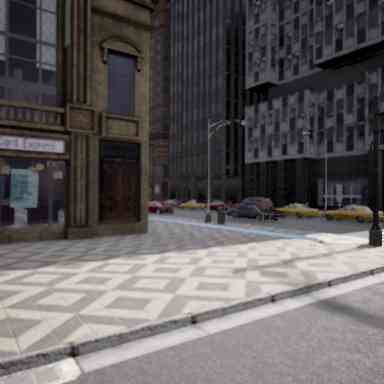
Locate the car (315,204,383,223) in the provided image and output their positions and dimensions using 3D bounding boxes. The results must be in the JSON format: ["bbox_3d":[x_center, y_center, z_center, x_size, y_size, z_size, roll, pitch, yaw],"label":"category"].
[{"bbox_3d":[12.892,1.686,27.021,1.752,1.417,4.829,0,0,-35],"label":"car"}]

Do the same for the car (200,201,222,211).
[{"bbox_3d":[3.397,1.746,40.681,1.887,1.381,4.507,0,0,-35],"label":"car"}]

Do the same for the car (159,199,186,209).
[{"bbox_3d":[-2.997,1.781,49.880,2.008,1.369,4.403,0,0,-35],"label":"car"}]

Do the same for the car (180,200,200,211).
[{"bbox_3d":[0.103,1.741,45.420,1.752,1.417,4.829,0,0,-35],"label":"car"}]

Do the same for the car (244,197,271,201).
[{"bbox_3d":[6.595,1.503,36.082,2.192,1.841,5.009,0,0,-35],"label":"car"}]

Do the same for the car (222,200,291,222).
[{"bbox_3d":[5.203,1.674,27.814,2.033,1.411,5.357,1,0,-35],"label":"car"}]

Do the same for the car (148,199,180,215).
[{"bbox_3d":[-3.593,1.679,35.801,1.887,1.381,4.507,0,0,-35],"label":"car"}]

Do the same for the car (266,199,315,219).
[{"bbox_3d":[9.695,1.700,31.620,1.752,1.417,4.829,0,0,-35],"label":"car"}]
